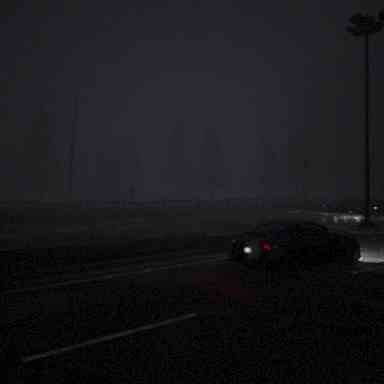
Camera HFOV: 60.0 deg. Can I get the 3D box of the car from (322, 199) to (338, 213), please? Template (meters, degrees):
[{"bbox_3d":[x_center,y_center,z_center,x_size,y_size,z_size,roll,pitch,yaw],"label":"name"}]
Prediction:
[{"bbox_3d":[15.706,1.387,34.710,4.674,1.442,1.812,0,0,-29],"label":"car"}]

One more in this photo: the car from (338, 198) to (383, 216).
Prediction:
[{"bbox_3d":[16.555,1.416,31.187,5.357,1.411,2.033,0,0,-29],"label":"car"}]

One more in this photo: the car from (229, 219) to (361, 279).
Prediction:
[{"bbox_3d":[3.172,1.527,10.029,4.181,1.385,1.994,0,0,-33],"label":"car"}]
